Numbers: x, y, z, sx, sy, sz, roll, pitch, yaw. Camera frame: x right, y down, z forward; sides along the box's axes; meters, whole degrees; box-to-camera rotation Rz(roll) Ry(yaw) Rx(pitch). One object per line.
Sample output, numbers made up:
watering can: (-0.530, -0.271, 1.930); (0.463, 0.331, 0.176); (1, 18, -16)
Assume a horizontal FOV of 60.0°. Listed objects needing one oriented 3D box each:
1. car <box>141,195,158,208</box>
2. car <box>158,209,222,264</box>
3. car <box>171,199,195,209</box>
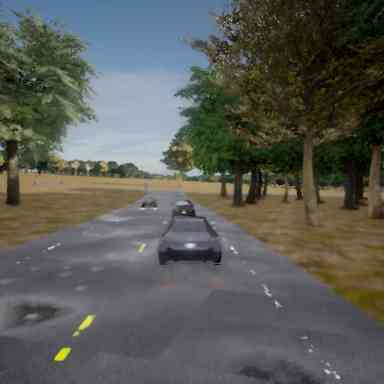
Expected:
car: (-5.288, 1.154, 41.574); (1.837, 1.490, 4.892); (0, 0, -4)
car: (-0.090, 1.510, 11.656); (1.994, 1.385, 4.181); (0, 0, -1)
car: (-0.722, 1.327, 27.316); (1.812, 1.442, 4.674); (0, 1, -3)
